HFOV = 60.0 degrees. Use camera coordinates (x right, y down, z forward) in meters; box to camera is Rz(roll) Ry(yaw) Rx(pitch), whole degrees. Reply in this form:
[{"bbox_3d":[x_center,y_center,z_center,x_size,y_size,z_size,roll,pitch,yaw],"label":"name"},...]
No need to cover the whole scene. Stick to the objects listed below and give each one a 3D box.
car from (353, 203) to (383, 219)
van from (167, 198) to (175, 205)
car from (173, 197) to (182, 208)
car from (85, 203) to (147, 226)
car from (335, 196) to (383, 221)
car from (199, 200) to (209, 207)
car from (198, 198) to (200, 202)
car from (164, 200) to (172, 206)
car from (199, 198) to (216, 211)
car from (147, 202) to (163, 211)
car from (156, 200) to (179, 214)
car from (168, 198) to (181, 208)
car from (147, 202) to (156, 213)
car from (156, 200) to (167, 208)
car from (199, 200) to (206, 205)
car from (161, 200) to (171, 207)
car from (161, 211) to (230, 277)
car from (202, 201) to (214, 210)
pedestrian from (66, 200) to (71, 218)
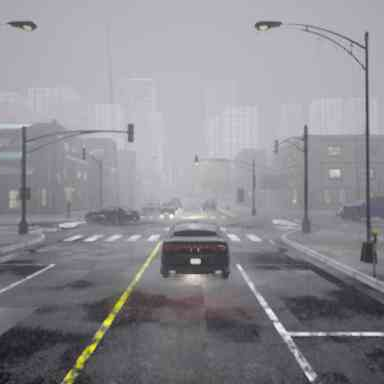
[{"bbox_3d":[17.484,1.729,30.729,4.313,1.339,1.947,-1,0,0],"label":"car"},{"bbox_3d":[-5.704,2.506,90.599,1.690,1.788,3.998,0,-1,0],"label":"van"},{"bbox_3d":[-3.010,2.016,63.416,2.150,2.045,5.566,0,-1,0],"label":"car"},{"bbox_3d":[-6.379,1.821,26.469,4.902,1.511,2.128,0,-1,32],"label":"car"},{"bbox_3d":[15.166,1.373,28.150,5.566,2.045,2.150,-1,-1,0],"label":"car"},{"bbox_3d":[2.679,2.487,74.024,2.008,1.369,4.403,0,-1,0],"label":"car"},{"bbox_3d":[2.680,2.428,68.499,1.947,1.339,4.313,0,-1,0],"label":"car"},{"bbox_3d":[-5.702,2.593,79.546,1.802,1.307,4.206,0,-1,0],"label":"car"},{"bbox_3d":[2.683,1.959,51.927,2.192,1.841,5.009,0,-1,0],"label":"car"},{"bbox_3d":[-5.697,2.210,51.922,1.947,1.339,4.313,0,-1,0],"label":"car"},{"bbox_3d":[-3.098,2.080,43.364,2.033,1.411,5.357,0,-1,0],"label":"car"},{"bbox_3d":[-3.076,2.181,52.808,1.812,1.442,4.674,0,-1,0],"label":"car"},{"bbox_3d":[-5.784,2.117,46.401,1.887,1.381,4.507,0,-1,0],"label":"car"},{"bbox_3d":[-5.699,2.312,62.802,1.752,1.417,4.829,0,-1,0],"label":"car"},{"bbox_3d":[2.677,2.670,85.072,1.802,1.307,4.206,0,-1,0],"label":"car"},{"bbox_3d":[-5.701,2.518,74.022,1.802,1.307,4.206,0,-1,0],"label":"car"},{"bbox_3d":[0.109,1.608,10.762,1.882,1.535,5.008,0,-1,1],"label":"car"},{"bbox_3d":[2.682,2.282,57.449,1.947,1.339,4.313,0,-1,0],"label":"car"},{"bbox_3d":[-12.517,1.696,33.662,0.375,1.860,0.375,0,0,0],"label":"pedestrian"}]
